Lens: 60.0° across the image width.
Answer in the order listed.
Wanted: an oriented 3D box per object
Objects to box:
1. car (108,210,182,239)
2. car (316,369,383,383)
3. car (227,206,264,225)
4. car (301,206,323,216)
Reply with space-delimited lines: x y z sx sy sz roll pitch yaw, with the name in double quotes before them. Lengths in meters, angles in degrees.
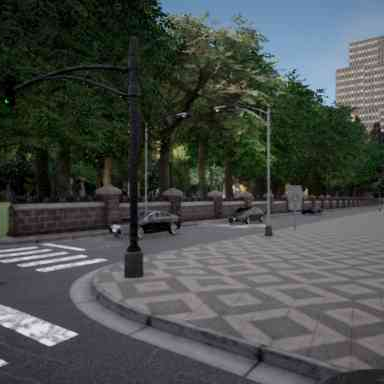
"car" -2.606 1.807 19.471 2.128 1.511 4.902 0 -1 37
"car" 2.508 1.552 1.174 4.403 1.369 2.008 0 0 36
"car" 4.983 2.088 30.242 1.837 1.490 4.892 0 0 35
"car" 16.974 2.624 47.079 1.895 1.301 4.718 0 -1 35
